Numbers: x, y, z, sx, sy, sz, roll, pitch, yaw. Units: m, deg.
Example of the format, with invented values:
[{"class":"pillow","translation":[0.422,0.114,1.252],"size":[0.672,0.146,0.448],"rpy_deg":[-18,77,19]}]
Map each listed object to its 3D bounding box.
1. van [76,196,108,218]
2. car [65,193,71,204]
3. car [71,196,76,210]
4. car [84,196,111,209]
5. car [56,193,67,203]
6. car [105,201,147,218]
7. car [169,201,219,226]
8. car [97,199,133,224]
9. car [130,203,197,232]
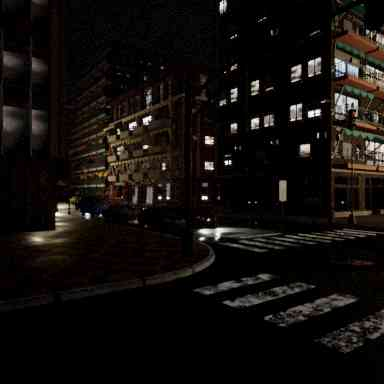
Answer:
[{"class":"van","translation":[-8.411,1.265,28.953],"size":[1.690,1.788,3.998],"rpy_deg":[0,0,-36]},{"class":"car","translation":[-21.546,1.446,61.573],"size":[1.752,1.417,4.829],"rpy_deg":[0,0,-36]},{"class":"car","translation":[-12.116,1.428,38.558],"size":[1.837,1.490,4.892],"rpy_deg":[0,0,-35]},{"class":"car","translation":[-12.818,1.408,44.997],"size":[1.882,1.535,5.008],"rpy_deg":[0,0,-36]},{"class":"car","translation":[-24.097,1.127,60.684],"size":[2.150,2.045,5.566],"rpy_deg":[0,-1,-36]},{"class":"car","translation":[-6.044,1.537,30.093],"size":[1.895,1.301,4.718],"rpy_deg":[0,0,-36]},{"class":"car","translation":[-0.142,1.517,21.879],"size":[1.994,1.385,4.181],"rpy_deg":[0,0,-36]},{"class":"car","translation":[-5.006,1.458,24.216],"size":[1.752,1.417,4.829],"rpy_deg":[0,0,-36]},{"class":"car","translation":[-1.800,1.525,19.756],"size":[1.802,1.307,4.206],"rpy_deg":[0,0,-36]}]
